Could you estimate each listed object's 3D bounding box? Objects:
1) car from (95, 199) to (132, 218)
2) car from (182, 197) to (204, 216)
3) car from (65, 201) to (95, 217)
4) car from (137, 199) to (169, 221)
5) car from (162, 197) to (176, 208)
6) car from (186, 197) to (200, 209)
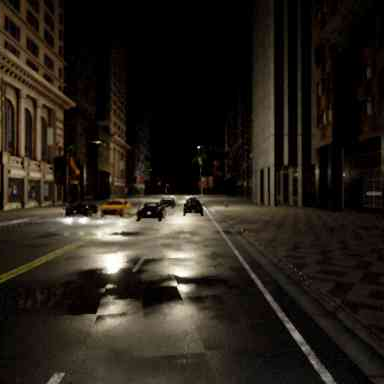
[{"bbox_3d":[-6.547,1.384,28.918,1.882,1.535,5.008,0,0,1],"label":"car"},{"bbox_3d":[0.106,1.428,30.550,1.812,1.442,4.674,0,0,0],"label":"car"},{"bbox_3d":[-9.792,1.468,29.810,1.994,1.385,4.181,0,0,0],"label":"car"},{"bbox_3d":[-3.143,1.480,26.311,1.994,1.385,4.181,0,0,0],"label":"car"},{"bbox_3d":[-3.144,1.348,43.843,2.128,1.511,4.902,0,0,0],"label":"car"},{"bbox_3d":[0.104,1.381,43.891,1.812,1.442,4.674,0,0,0],"label":"car"}]
